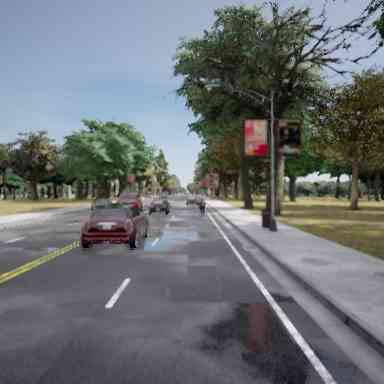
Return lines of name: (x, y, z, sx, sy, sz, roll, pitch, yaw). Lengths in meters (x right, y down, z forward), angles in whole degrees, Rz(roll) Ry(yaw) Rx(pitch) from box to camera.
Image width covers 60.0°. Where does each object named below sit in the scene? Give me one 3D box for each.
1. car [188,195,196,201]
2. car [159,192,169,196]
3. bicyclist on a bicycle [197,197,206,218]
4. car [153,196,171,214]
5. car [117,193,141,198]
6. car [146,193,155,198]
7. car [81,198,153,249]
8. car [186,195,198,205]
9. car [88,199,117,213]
car: (-0.011, 1.384, 75.184, 1.895, 1.301, 4.718, 0, 0, 0)
car: (-6.511, 0.825, 76.539, 2.097, 1.767, 4.553, 0, 0, 0)
bicyclist on a bicycle: (0.888, 1.379, 27.426, 0.582, 1.620, 1.656, 0, 0, 0)
car: (-3.156, 1.435, 33.244, 1.812, 1.442, 4.674, 0, 0, 0)
car: (-6.599, 1.124, 35.233, 2.150, 2.045, 5.566, 0, 0, 0)
car: (-9.761, 0.899, 78.396, 2.097, 1.767, 4.553, 0, 0, 0)
car: (-3.153, 1.314, 14.464, 2.097, 1.767, 4.553, 0, 0, 0)
car: (0.032, 1.393, 53.979, 2.033, 1.411, 5.357, 0, 0, 1)
car: (-9.845, 1.462, 36.906, 1.994, 1.385, 4.181, 0, 0, 0)
